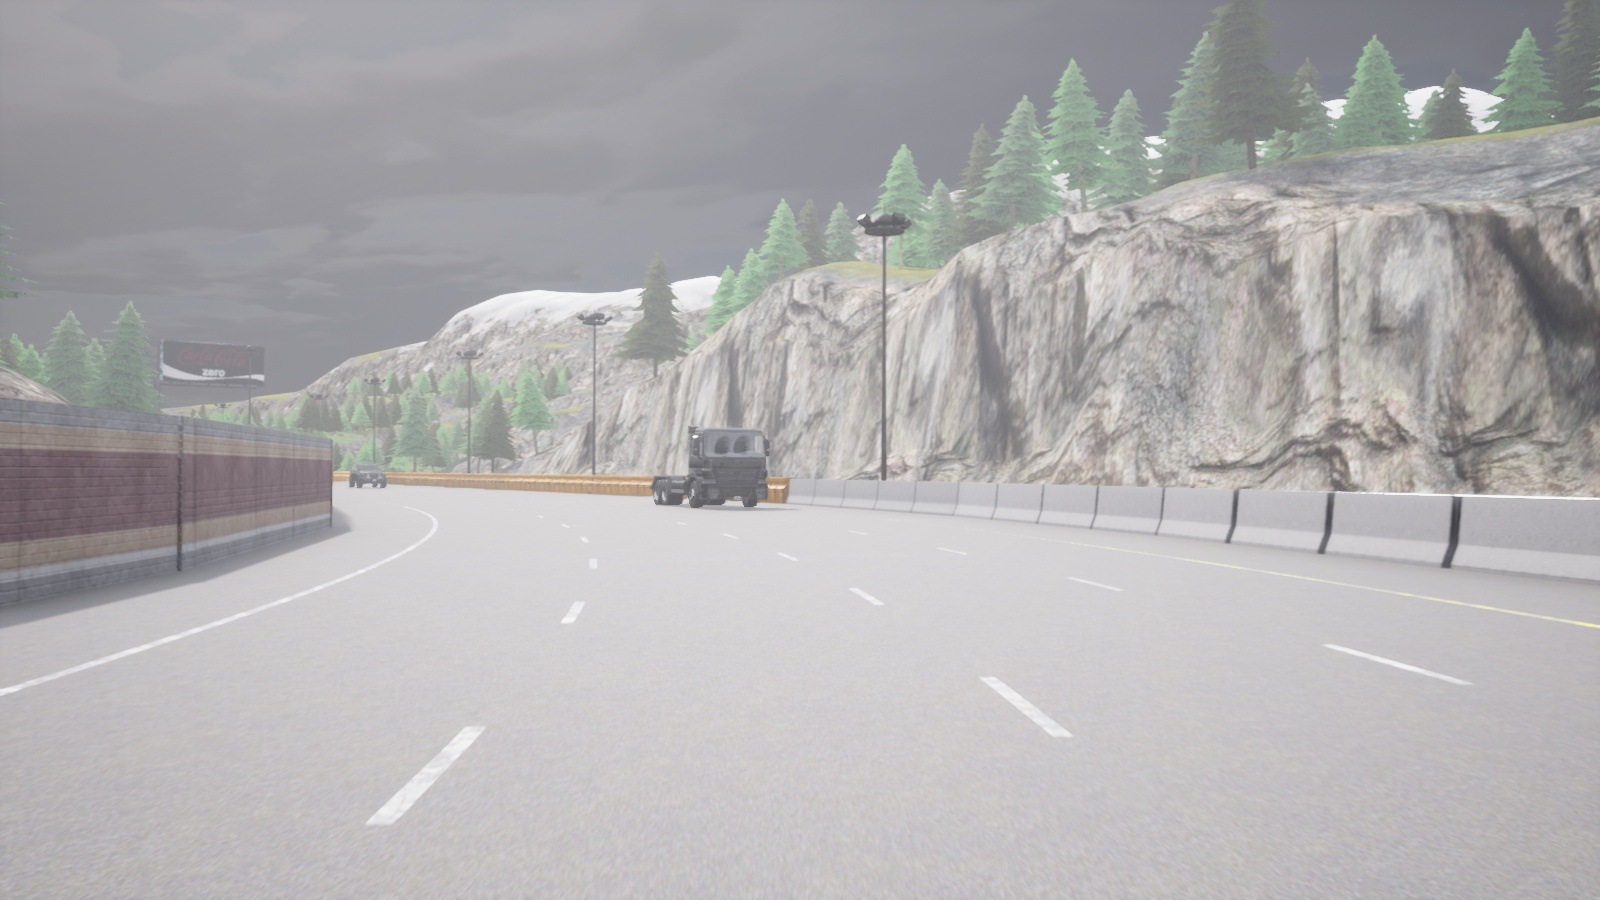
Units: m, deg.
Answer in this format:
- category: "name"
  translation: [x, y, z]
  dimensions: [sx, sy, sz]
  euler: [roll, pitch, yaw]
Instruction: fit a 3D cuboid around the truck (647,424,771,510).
- category: "truck"
  translation: [-4.114, 0.766, 54.726]
  dimensions: [2.891, 3.462, 7.936]
  euler: [0, -1, -24]
